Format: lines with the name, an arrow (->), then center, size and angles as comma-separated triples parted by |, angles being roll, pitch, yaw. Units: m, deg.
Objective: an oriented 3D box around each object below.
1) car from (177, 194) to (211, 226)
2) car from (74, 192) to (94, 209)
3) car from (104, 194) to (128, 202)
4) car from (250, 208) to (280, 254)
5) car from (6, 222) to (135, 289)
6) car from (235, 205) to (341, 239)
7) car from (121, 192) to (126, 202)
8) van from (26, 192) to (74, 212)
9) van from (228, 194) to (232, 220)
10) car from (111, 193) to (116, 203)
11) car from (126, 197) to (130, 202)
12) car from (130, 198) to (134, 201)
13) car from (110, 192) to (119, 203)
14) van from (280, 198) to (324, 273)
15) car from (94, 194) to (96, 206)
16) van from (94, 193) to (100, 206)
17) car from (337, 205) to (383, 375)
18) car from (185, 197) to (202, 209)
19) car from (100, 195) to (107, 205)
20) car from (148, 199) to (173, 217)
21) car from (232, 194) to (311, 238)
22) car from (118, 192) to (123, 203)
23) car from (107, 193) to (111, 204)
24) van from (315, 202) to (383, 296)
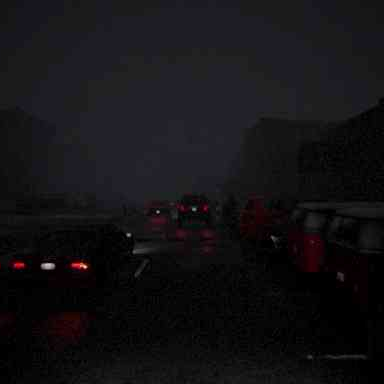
car -> 0.144, 1.157, 23.253 | 2.150, 2.045, 5.566 | 0, 0, 0
car -> -15.836, 1.042, 41.779 | 5.566, 2.045, 2.435 | 0, 0, 0
car -> -15.882, 1.212, 69.344 | 4.553, 1.767, 2.185 | 0, 0, 0
car -> 4.714, 1.466, 11.397 | 4.892, 1.521, 2.231 | 0, 0, 0
car -> -2.892, 1.537, 9.202 | 2.033, 1.411, 5.357 | 0, 0, 0
car -> 4.706, 1.476, 16.951 | 4.792, 1.488, 2.163 | 0, 0, 0
car -> -15.909, 1.300, 63.832 | 5.008, 1.535, 2.097 | 0, 0, 0
van -> -15.737, 1.102, 36.268 | 4.442, 1.987, 1.878 | 0, 0, 0
van -> 4.625, 1.208, 19.857 | 4.442, 1.987, 1.878 | 0, 0, 0
car -> -15.896, 1.272, 55.563 | 4.892, 1.521, 2.231 | 0, 0, 0
car -> -15.938, 1.066, 66.589 | 5.566, 2.045, 2.435 | 0, 0, 0
car -> -15.738, 1.387, 74.856 | 5.366, 1.575, 1.946 | 0, -1, 0
car -> -15.900, 1.278, 58.319 | 4.892, 1.521, 2.231 | 0, 0, 0
van -> 4.834, 1.246, 8.614 | 4.442, 1.987, 1.878 | 0, 0, 0
car -> -15.872, 1.322, 44.540 | 4.674, 1.452, 2.002 | 0, 0, 0
van -> -15.990, 1.047, 47.416 | 4.442, 1.987, 1.878 | 0, 0, 0
car -> 4.681, 1.227, 3.061 | 5.566, 2.045, 2.435 | 0, 0, 0
car -> 0.247, 1.346, 42.851 | 2.033, 1.411, 5.357 | 0, 0, 0
car -> -15.885, 1.269, 50.052 | 5.008, 1.535, 2.097 | 0, 0, 0
car -> -2.825, 1.396, 30.291 | 1.837, 1.490, 4.892 | 0, 0, 0
car -> 4.755, 1.205, 14.297 | 5.566, 2.045, 2.435 | 0, 0, 0
car -> -15.894, 1.287, 61.076 | 5.008, 1.535, 2.097 | 0, 0, 0
car -> -15.854, 1.297, 52.807 | 4.792, 1.488, 2.163 | 0, 0, 0
van -> 4.829, 1.250, 5.961 | 4.442, 1.987, 1.878 | 0, 0, 0
